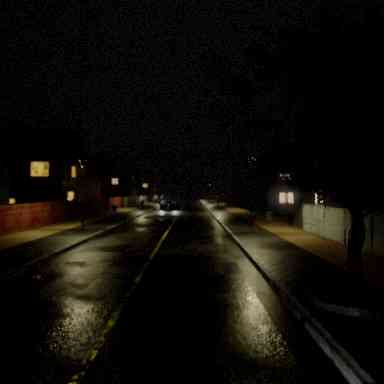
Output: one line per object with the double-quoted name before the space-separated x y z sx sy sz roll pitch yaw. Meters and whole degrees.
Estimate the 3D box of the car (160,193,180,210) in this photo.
"car" -2.736 1.166 41.679 2.150 2.045 5.566 0 0 0
